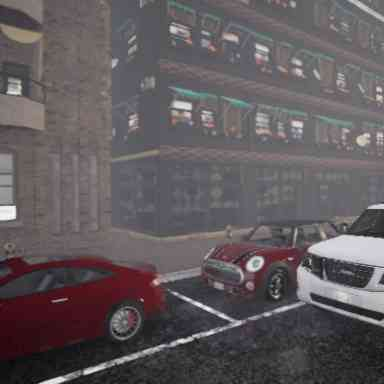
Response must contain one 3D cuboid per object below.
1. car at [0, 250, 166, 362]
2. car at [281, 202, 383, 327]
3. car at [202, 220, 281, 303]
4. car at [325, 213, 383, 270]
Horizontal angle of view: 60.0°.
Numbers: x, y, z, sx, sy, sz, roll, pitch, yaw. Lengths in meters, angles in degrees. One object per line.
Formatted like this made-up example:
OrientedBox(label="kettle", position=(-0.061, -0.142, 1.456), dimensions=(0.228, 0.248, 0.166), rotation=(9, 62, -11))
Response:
OrientedBox(label="car", position=(-2.376, 1.580, 4.837), dimensions=(4.206, 1.307, 1.802), rotation=(0, -1, -36))
OrientedBox(label="car", position=(4.498, 1.201, 6.561), dimensions=(5.566, 2.045, 2.150), rotation=(0, 0, -35))
OrientedBox(label="car", position=(2.182, 1.423, 8.092), dimensions=(4.097, 1.590, 1.967), rotation=(0, -1, -36))
OrientedBox(label="car", position=(6.743, 1.518, 11.346), dimensions=(4.403, 1.369, 2.008), rotation=(0, -1, -36))
